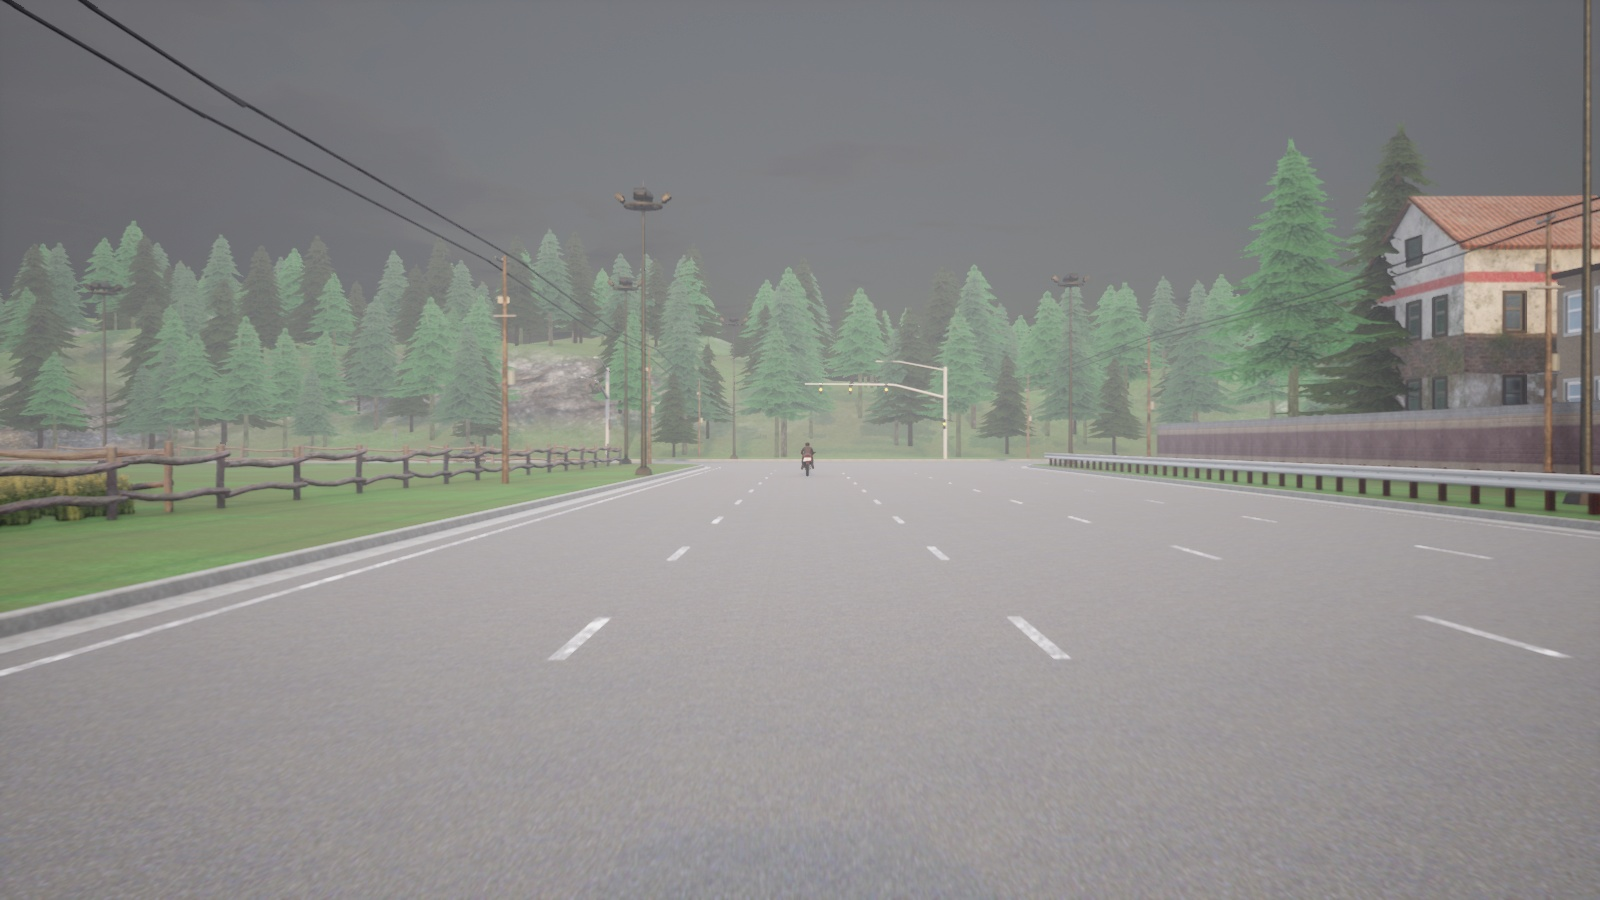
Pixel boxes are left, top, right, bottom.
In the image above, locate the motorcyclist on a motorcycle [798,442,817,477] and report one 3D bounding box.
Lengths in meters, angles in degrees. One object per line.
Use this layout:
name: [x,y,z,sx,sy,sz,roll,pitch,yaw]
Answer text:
motorcyclist on a motorcycle: [0.338,0.410,56.587,0.797,1.523,2.044,0,0,0]
